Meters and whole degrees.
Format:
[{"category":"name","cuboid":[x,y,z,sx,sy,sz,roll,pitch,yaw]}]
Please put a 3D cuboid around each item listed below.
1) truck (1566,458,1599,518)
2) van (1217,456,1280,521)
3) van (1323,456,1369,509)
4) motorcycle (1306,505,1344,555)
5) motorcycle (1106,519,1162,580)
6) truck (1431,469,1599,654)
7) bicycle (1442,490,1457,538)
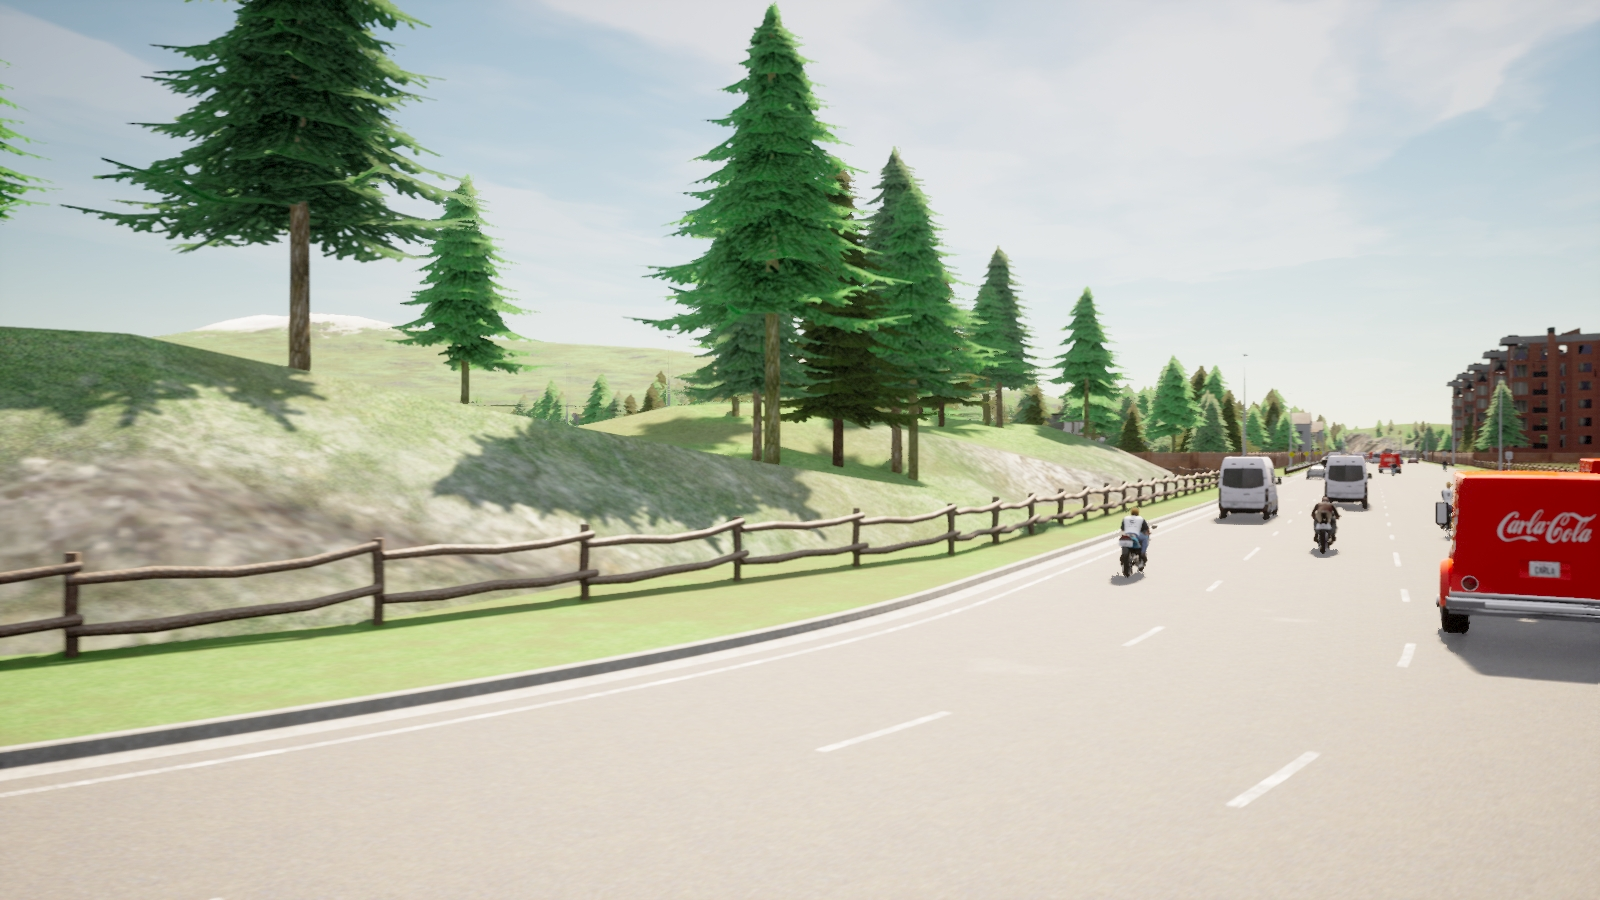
[{"category":"truck","cuboid":[35.515,1.614,50.045,2.627,2.467,5.204,0,0,27]},{"category":"van","cuboid":[19.220,1.571,48.817,1.988,2.561,5.915,0,0,27]},{"category":"van","cuboid":[28.107,1.580,58.712,1.988,2.561,5.915,0,0,27]},{"category":"motorcycle","cuboid":[14.807,2.230,32.200,0.867,1.251,2.209,0,0,27]},{"category":"motorcycle","cuboid":[7.537,2.204,25.691,0.803,1.199,2.033,-1,-1,28]},{"category":"truck","cuboid":[11.671,1.581,18.320,2.627,2.467,5.204,0,0,28]},{"category":"bicycle","cuboid":[21.315,2.087,37.513,0.373,1.496,1.643,0,0,27]}]
